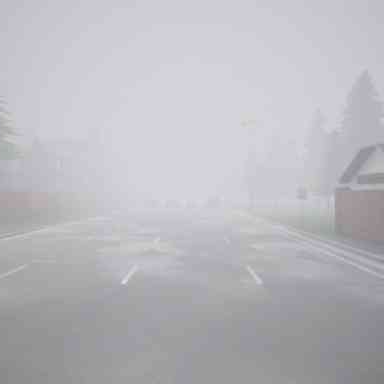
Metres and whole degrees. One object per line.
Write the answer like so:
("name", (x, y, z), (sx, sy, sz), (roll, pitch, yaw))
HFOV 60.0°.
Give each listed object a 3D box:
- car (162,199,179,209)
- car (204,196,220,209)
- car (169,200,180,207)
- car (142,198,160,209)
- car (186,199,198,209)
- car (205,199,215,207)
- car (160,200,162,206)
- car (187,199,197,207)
("car", (-3.507, 1.984, 55.393), (1.837, 1.490, 4.892), (0, 0, 0))
("car", (3.493, 1.701, 55.426), (2.150, 2.045, 5.566), (0, 0, 0))
("car", (-3.508, 2.176, 65.841), (1.895, 1.301, 4.718), (0, 0, 0))
("car", (-7.007, 1.834, 55.779), (2.097, 1.767, 4.553), (0, 0, 0))
("car", (-0.007, 1.971, 55.392), (2.128, 1.511, 4.902), (0, 0, 0))
("car", (3.492, 2.097, 65.812), (1.812, 1.442, 4.674), (0, 0, 0))
("car", (-7.008, 2.097, 65.811), (1.812, 1.442, 4.674), (0, 0, 0))
("car", (-0.008, 2.136, 65.811), (1.994, 1.385, 4.181), (0, 0, 0))
